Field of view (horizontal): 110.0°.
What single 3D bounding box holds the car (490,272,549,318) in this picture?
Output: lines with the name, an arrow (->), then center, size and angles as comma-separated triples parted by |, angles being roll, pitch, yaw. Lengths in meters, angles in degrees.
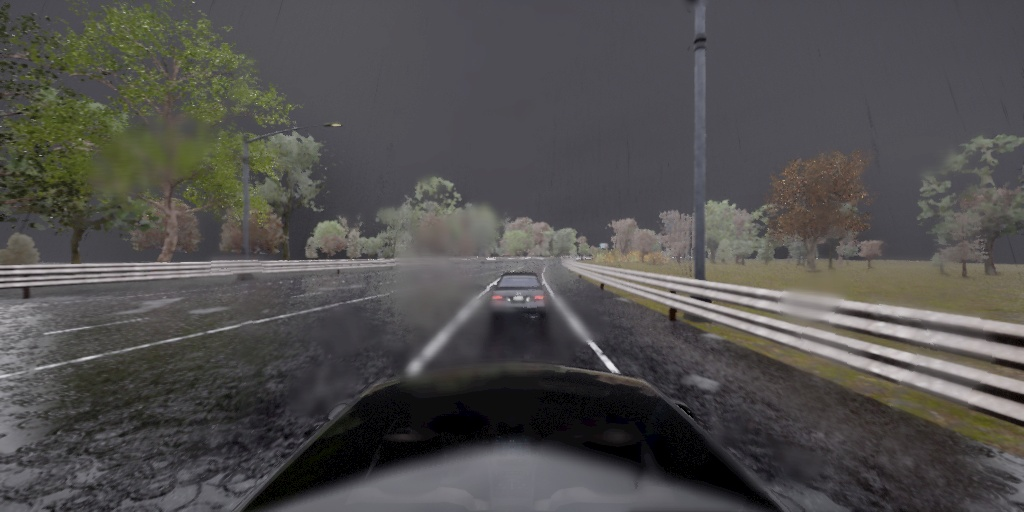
car -> 0.278, 1.271, 12.770 | 2.033, 1.411, 5.357 | 0, 0, 2
